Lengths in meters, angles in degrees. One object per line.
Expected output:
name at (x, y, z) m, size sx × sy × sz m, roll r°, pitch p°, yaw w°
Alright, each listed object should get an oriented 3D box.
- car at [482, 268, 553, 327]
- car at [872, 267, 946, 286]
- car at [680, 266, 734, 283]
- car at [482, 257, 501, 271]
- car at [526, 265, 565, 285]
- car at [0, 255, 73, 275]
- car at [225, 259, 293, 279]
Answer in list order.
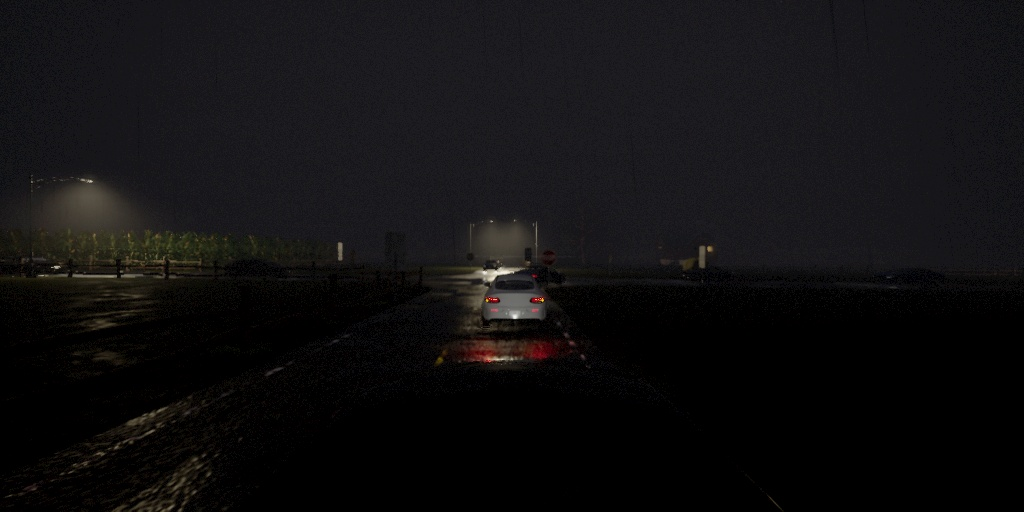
car at (0.084, 1.275, 11.362) m, size 1.812 × 1.442 × 4.674 m, roll 0°, pitch 0°, yaw 0°
car at (34.205, 1.723, 31.006) m, size 5.008 × 1.535 × 1.882 m, roll 1°, pitch 1°, yaw 1°
car at (16.991, 1.549, 31.316) m, size 4.181 × 1.385 × 1.994 m, roll 1°, pitch 1°, yaw 0°
car at (-2.827, 1.251, 48.371) m, size 1.837 × 1.490 × 4.892 m, roll 0°, pitch 0°, yaw 0°
car at (2.021, 1.340, 24.806) m, size 2.033 × 1.411 × 5.357 m, roll 0°, pitch -1°, yaw 28°
car at (-39.619, 0.714, 29.347) m, size 4.902 × 1.511 × 2.128 m, roll 1°, pitch 1°, yaw 1°
car at (-20.407, 1.000, 29.004) m, size 4.892 × 1.490 × 1.837 m, roll 1°, pitch 1°, yaw 1°
